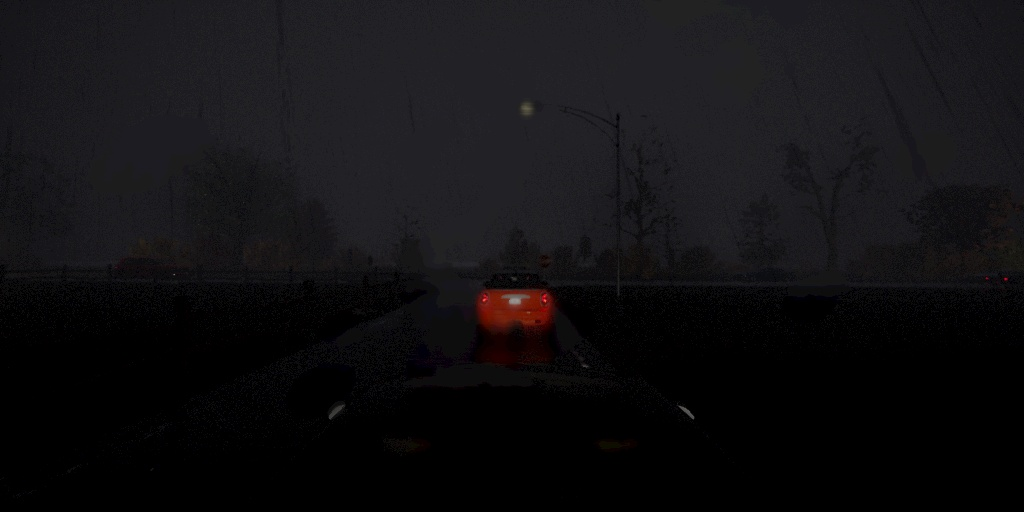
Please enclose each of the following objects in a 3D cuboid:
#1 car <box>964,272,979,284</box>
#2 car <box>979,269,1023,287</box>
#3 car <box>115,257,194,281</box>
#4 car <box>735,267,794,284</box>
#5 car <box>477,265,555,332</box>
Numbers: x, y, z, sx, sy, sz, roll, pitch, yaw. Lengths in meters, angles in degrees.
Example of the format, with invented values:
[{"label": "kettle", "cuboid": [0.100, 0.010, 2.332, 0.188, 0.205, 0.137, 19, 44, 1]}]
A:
[{"label": "car", "cuboid": [46.232, 1.990, 34.170, 4.674, 1.442, 1.812, 1, 0, 1]}, {"label": "car", "cuboid": [44.686, 2.042, 31.349, 4.718, 1.301, 1.895, 0, 0, 1]}, {"label": "car", "cuboid": [-31.357, 1.115, 31.534, 5.566, 2.045, 2.150, 1, 0, 0]}, {"label": "car", "cuboid": [24.059, 1.791, 34.311, 5.008, 1.535, 1.882, 0, 0, 0]}, {"label": "car", "cuboid": [0.101, 1.219, 11.457, 2.097, 1.767, 4.553, 0, -1, 0]}]
